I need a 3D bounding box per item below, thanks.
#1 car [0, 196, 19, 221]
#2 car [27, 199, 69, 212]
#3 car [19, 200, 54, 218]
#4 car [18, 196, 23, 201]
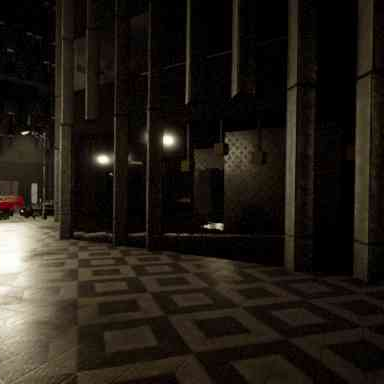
[{"bbox_3d":[-17.116,1.462,26.607,2.192,1.841,5.009,1,0,35],"label":"car"},{"bbox_3d":[-17.566,1.633,40.752,1.947,1.339,4.313,1,0,35],"label":"car"},{"bbox_3d":[-13.864,1.741,31.218,1.947,1.339,4.313,1,0,35],"label":"car"},{"bbox_3d":[-20.818,1.352,36.142,2.192,1.841,5.009,1,0,35],"label":"car"}]
